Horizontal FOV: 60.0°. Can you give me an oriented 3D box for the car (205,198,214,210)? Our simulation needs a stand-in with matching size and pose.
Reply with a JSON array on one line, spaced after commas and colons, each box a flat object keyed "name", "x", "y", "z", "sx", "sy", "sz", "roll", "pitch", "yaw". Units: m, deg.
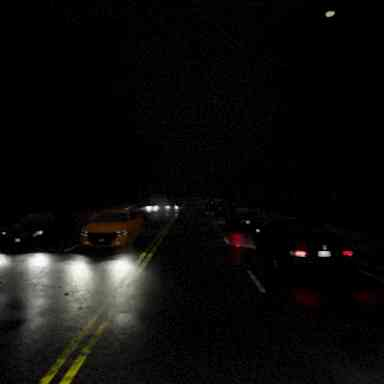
[{"name": "car", "x": 3.243, "y": 1.636, "z": 43.715, "sx": 2.163, "sy": 1.488, "sz": 4.792, "roll": 0, "pitch": 0, "yaw": 0}]

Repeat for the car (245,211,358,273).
[{"name": "car", "x": 3.249, "y": 1.568, "z": 10.684, "sx": 2.033, "sy": 1.411, "sz": 5.357, "roll": 0, "pitch": 0, "yaw": 0}]

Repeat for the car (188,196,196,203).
[{"name": "car", "x": -0.012, "y": 1.712, "z": 73.918, "sx": 2.033, "sy": 1.411, "sz": 5.357, "roll": 0, "pitch": 0, "yaw": 0}]

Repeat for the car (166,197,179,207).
[{"name": "car", "x": -3.310, "y": 1.694, "z": 57.073, "sx": 1.837, "sy": 1.490, "sz": 4.892, "roll": 0, "pitch": 0, "yaw": 1}]

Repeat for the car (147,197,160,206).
[{"name": "car", "x": -6.560, "y": 1.684, "z": 57.457, "sx": 2.128, "sy": 1.511, "sz": 4.902, "roll": 0, "pitch": 0, "yaw": 0}]

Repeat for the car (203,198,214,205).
[{"name": "car", "x": 3.239, "y": 1.840, "z": 65.717, "sx": 1.895, "sy": 1.301, "sz": 4.718, "roll": 0, "pitch": 0, "yaw": 0}]

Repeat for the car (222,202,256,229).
[{"name": "car", "x": 3.247, "y": 1.576, "z": 21.684, "sx": 1.812, "sy": 1.442, "sz": 4.674, "roll": 0, "pitch": 0, "yaw": 0}]

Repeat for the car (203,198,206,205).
[{"name": "car", "x": 3.241, "y": 1.744, "z": 54.686, "sx": 1.994, "sy": 1.385, "sz": 4.181, "roll": 0, "pitch": 0, "yaw": 0}]

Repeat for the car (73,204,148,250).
[{"name": "car", "x": -3.353, "y": 1.509, "z": 14.749, "sx": 1.882, "sy": 1.535, "sz": 5.008, "roll": 0, "pitch": 0, "yaw": 0}]

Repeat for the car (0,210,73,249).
[{"name": "car", "x": -6.603, "y": 1.557, "z": 14.915, "sx": 1.812, "sy": 1.442, "sz": 4.674, "roll": 0, "pitch": 0, "yaw": 0}]

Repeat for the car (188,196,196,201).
[{"name": "car", "x": -0.016, "y": 1.809, "z": 93.787, "sx": 2.033, "sy": 1.411, "sz": 5.357, "roll": 0, "pitch": -1, "yaw": 0}]

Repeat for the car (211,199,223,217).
[{"name": "car", "x": 3.245, "y": 1.652, "z": 32.685, "sx": 1.994, "sy": 1.385, "sz": 4.181, "roll": 0, "pitch": 0, "yaw": 0}]
